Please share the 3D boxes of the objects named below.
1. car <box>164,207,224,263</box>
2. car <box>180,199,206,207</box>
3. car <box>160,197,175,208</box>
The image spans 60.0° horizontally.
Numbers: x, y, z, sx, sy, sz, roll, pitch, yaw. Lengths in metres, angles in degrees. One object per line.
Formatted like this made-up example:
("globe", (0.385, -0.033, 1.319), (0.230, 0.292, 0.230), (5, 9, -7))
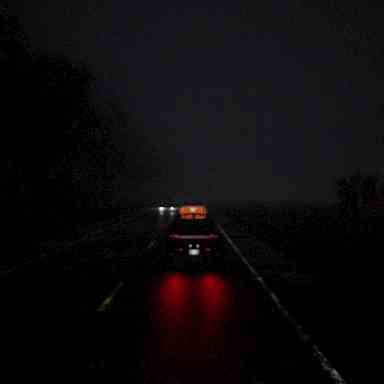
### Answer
("car", (0.073, 1.497, 11.911), (2.128, 1.511, 4.902), (0, 0, 0))
("car", (0.070, 1.362, 26.723), (2.097, 1.767, 4.553), (0, 0, 0))
("car", (-3.577, 1.515, 49.177), (1.837, 1.490, 4.892), (0, 0, 0))
